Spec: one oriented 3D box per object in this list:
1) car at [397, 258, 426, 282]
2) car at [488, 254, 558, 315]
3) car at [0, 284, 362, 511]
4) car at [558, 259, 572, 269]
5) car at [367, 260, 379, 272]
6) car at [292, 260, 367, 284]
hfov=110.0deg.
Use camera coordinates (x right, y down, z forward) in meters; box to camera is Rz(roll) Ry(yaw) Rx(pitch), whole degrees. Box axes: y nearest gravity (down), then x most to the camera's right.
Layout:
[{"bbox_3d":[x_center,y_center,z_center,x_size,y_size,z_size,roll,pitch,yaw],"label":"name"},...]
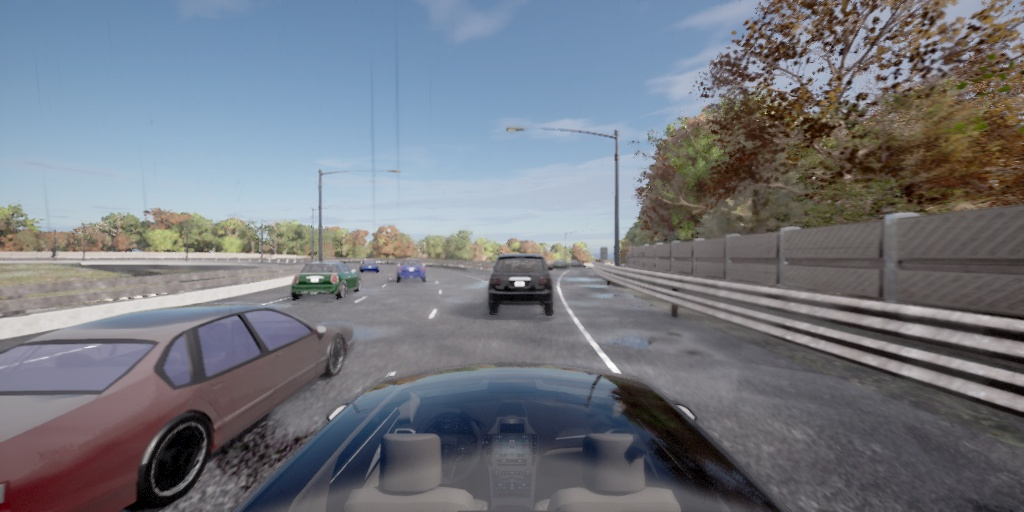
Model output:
[{"bbox_3d":[-7.916,1.033,28.296,2.097,1.767,4.553,0,0,-15],"label":"car"},{"bbox_3d":[0.410,0.938,13.630,2.150,2.045,5.566,0,0,4],"label":"car"},{"bbox_3d":[-3.672,1.294,4.208,2.033,1.411,5.357,0,0,-3],"label":"car"},{"bbox_3d":[7.171,1.182,51.888,1.994,1.385,4.181,0,0,15],"label":"car"},{"bbox_3d":[-17.118,1.217,42.930,1.994,1.385,4.181,0,0,-25],"label":"car"},{"bbox_3d":[-8.952,1.067,17.716,2.097,1.767,4.553,0,0,-10],"label":"car"}]
